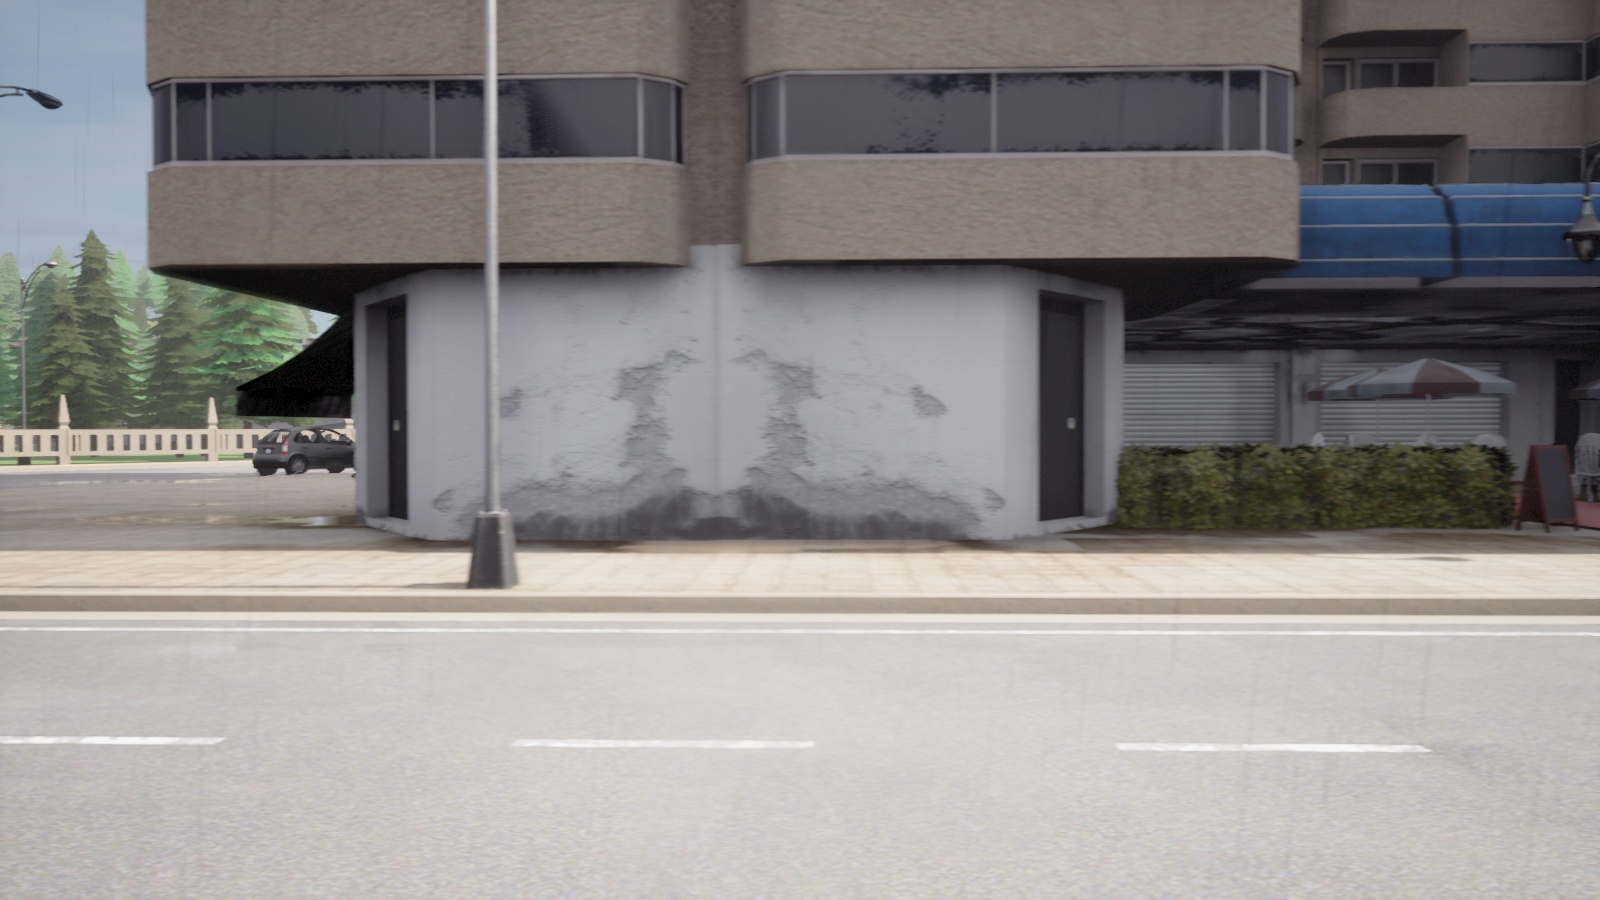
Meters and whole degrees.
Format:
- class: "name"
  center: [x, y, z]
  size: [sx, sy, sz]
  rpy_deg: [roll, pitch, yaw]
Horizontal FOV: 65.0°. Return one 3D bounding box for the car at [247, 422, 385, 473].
- class: "car"
  center: [-16.127, -0.121, 42.000]
  size: [1.851, 1.617, 3.988]
  rpy_deg: [1, 1, 32]
